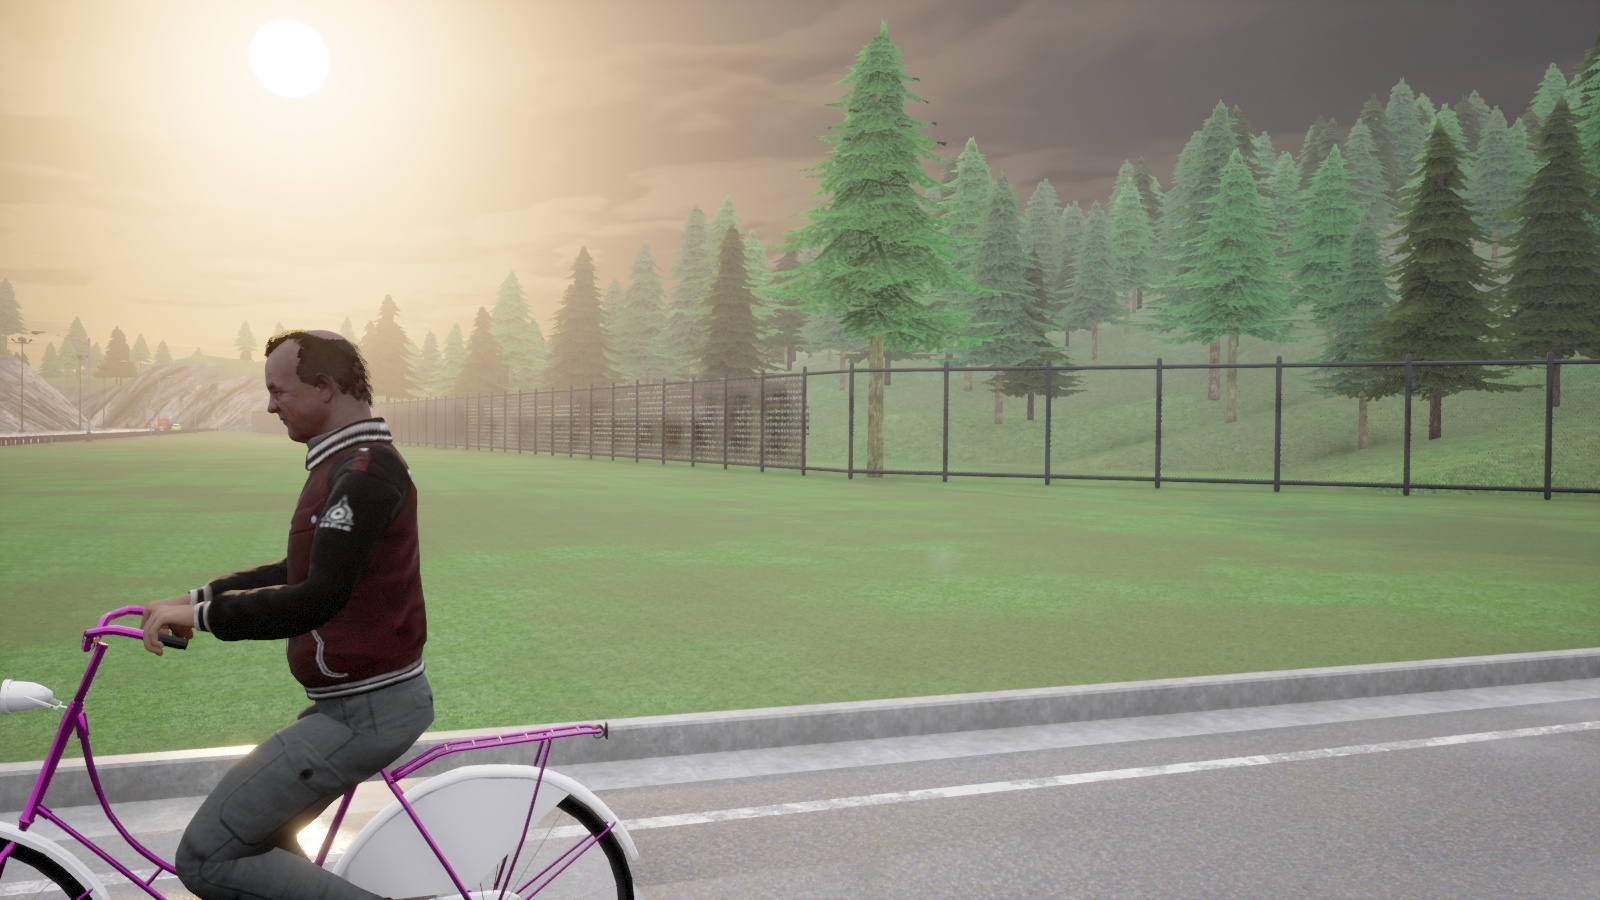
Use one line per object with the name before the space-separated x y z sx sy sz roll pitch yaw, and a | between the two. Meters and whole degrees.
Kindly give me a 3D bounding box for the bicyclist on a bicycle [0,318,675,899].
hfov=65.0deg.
bicyclist on a bicycle | -1.259 0.637 2.760 1.843 1.776 0.659 -1 1 -21
